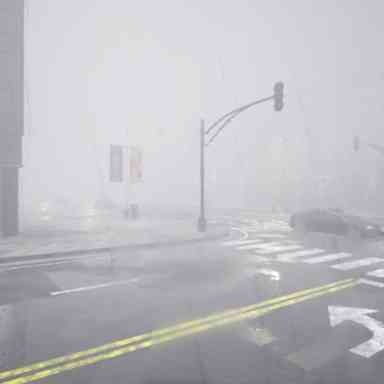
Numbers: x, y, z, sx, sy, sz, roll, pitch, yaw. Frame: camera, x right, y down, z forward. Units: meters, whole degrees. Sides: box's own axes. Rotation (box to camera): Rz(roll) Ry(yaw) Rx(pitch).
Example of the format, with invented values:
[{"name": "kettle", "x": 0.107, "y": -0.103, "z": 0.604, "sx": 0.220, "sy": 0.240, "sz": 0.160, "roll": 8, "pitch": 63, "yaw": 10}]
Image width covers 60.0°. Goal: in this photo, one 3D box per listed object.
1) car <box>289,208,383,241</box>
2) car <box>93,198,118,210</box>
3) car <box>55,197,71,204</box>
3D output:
[{"name": "car", "x": 7.250, "y": 1.563, "z": 16.872, "sx": 2.128, "sy": 1.511, "sz": 4.902, "roll": 0, "pitch": 0, "yaw": -35}, {"name": "car", "x": -11.185, "y": 1.547, "z": 42.865, "sx": 1.837, "sy": 1.490, "sz": 4.892, "roll": 0, "pitch": 0, "yaw": -35}, {"name": "car", "x": -23.221, "y": 1.553, "z": 59.832, "sx": 1.895, "sy": 1.301, "sz": 4.718, "roll": 0, "pitch": 0, "yaw": -35}]
